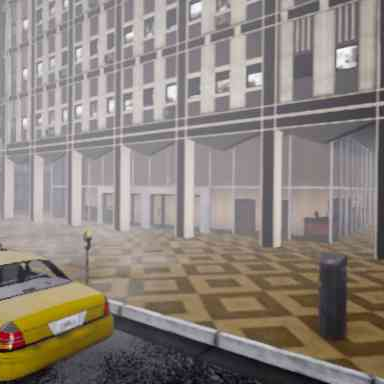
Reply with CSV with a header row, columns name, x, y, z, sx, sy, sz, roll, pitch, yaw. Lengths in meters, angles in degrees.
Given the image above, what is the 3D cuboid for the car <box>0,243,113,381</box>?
name,x,y,z,sx,sy,sz,roll,pitch,yaw
car,-3.332,1.485,5.246,4.829,1.417,1.752,1,1,36
